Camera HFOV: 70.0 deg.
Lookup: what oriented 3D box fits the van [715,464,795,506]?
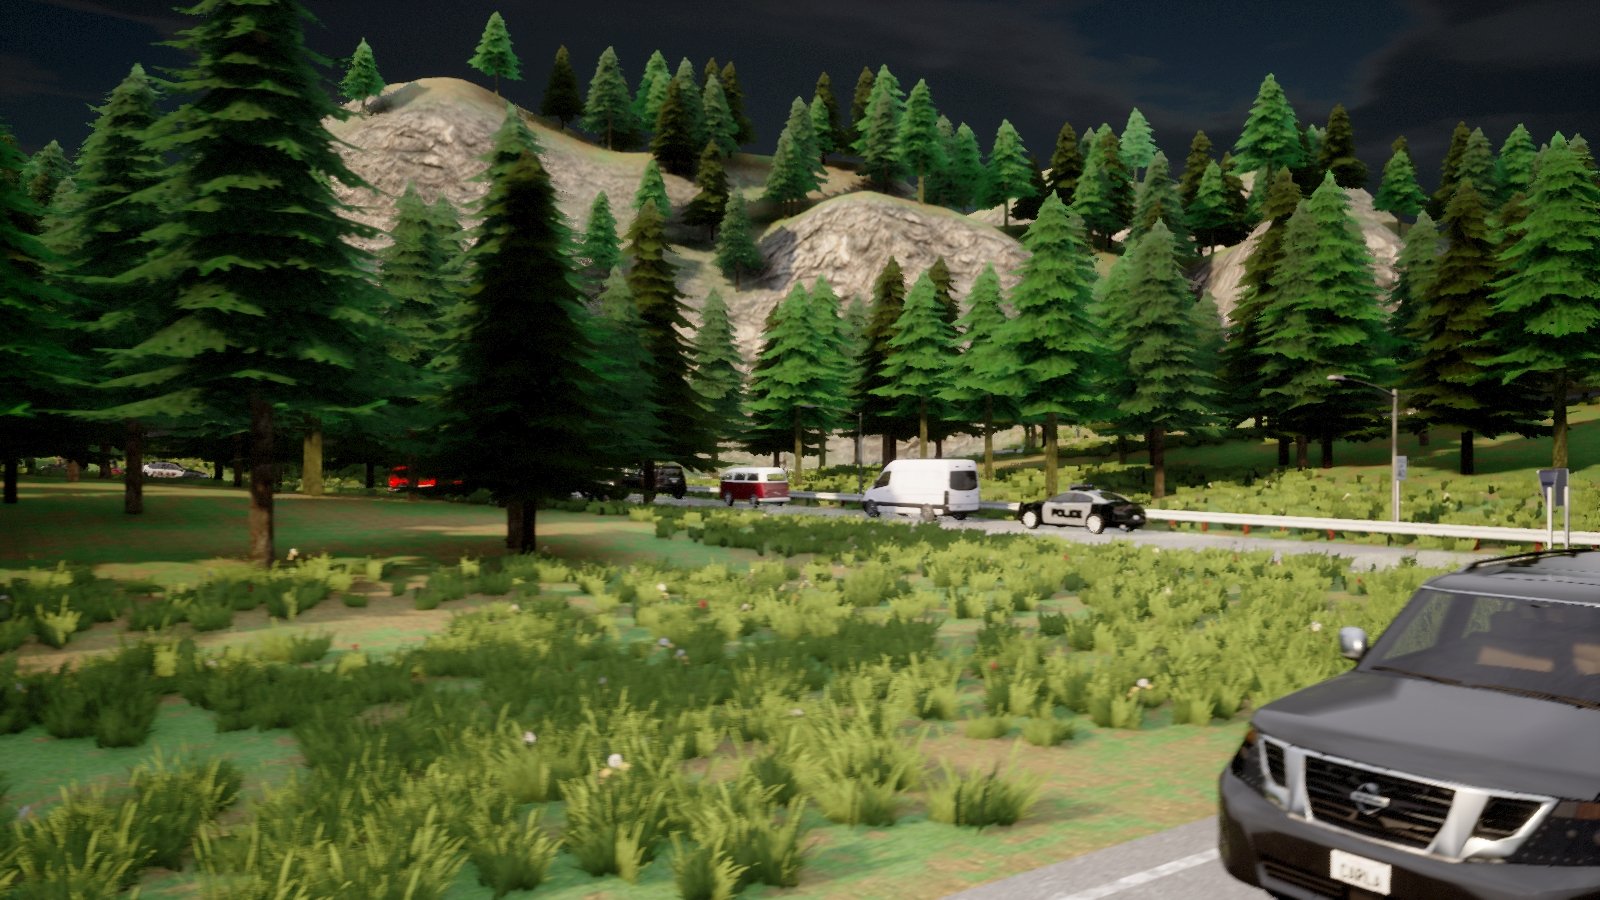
[{"bbox_3d":[-2.389,1.783,59.387,2.069,2.038,4.480,0,0,-35],"label":"van"}]

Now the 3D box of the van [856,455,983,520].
[{"bbox_3d":[5.016,1.535,48.832,1.988,2.561,5.915,0,0,-35],"label":"van"}]

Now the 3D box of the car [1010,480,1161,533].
[{"bbox_3d":[10.276,1.983,41.538,2.097,1.638,5.238,0,0,-35],"label":"car"}]

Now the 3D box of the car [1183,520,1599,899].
[{"bbox_3d":[5.134,1.639,7.424,5.566,2.045,2.150,0,0,-35],"label":"car"}]
